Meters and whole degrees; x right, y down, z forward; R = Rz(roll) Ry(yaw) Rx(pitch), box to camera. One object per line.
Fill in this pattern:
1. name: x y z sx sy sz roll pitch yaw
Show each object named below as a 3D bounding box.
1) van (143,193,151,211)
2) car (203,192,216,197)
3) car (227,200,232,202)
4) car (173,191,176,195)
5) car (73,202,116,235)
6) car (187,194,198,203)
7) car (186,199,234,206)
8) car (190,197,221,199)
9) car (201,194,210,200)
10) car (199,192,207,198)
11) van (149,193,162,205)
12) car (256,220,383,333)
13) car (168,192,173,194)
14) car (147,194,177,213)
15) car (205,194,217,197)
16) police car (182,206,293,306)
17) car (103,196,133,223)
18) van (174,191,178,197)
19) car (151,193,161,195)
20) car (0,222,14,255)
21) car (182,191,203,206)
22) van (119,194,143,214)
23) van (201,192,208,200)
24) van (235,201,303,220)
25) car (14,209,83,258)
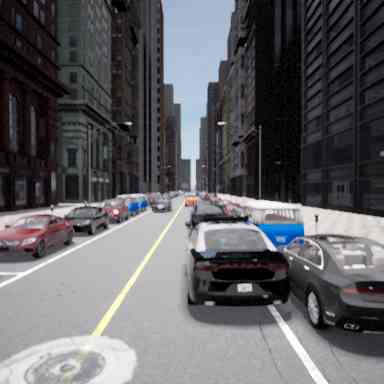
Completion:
1. van: -5.685 1.116 34.826 1.690 1.788 3.998 0 0 0
2. car: 2.879 0.990 51.730 2.192 1.841 5.009 0 0 0
3. car: 2.815 1.426 23.551 1.802 1.307 4.206 0 0 0
4. car: -5.581 1.088 79.919 1.947 1.339 4.313 0 0 0
5. car: -5.723 1.446 17.918 1.947 1.339 4.313 0 0 0
6. car: 0.136 1.138 59.104 1.837 1.490 4.892 0 0 0
7. car: 0.828 1.357 18.009 1.882 1.535 5.008 0 0 -2
8. car: 0.955 1.347 24.031 1.837 1.490 4.892 0 0 0
9. car: 2.932 1.076 74.446 1.752 1.417 4.829 0 0 0
10. car: 2.970 0.904 91.184 1.967 1.590 4.097 0 0 0
11. van: -5.646 1.016 51.735 1.690 1.788 3.998 0 0 0
12. car: 2.776 1.505 6.642 2.008 1.369 4.403 0 0 0
13. car: -5.607 1.126 68.646 1.887 1.381 4.507 0 0 0
14. car: -3.021 1.270 34.262 2.128 1.511 4.902 0 0 0
15. car: 2.854 1.286 40.459 1.887 1.381 4.507 0 0 0
16. police car: 0.794 1.370 8.115 1.930 1.638 5.238 0 0 -2
17. car: -5.711 1.284 23.554 1.967 1.590 4.097 0 0 0
18. van: -5.555 0.805 91.191 1.690 1.788 3.998 0 0 0
19. car: -5.659 1.023 46.098 2.192 1.841 5.009 0 0 0
20. car: -5.749 1.520 6.645 1.947 1.339 4.313 0 0 0
21. car: 0.125 1.061 46.035 2.097 1.767 4.553 0 0 1
22. van: -5.698 1.151 29.190 1.690 1.788 3.998 0 0 0
23. van: 2.944 0.864 79.911 1.690 1.788 3.998 0 0 0
24. van: 2.789 1.258 12.277 1.690 1.788 3.998 0 0 0
25. car: -5.736 1.498 12.282 1.802 1.307 4.206 0 0 0
